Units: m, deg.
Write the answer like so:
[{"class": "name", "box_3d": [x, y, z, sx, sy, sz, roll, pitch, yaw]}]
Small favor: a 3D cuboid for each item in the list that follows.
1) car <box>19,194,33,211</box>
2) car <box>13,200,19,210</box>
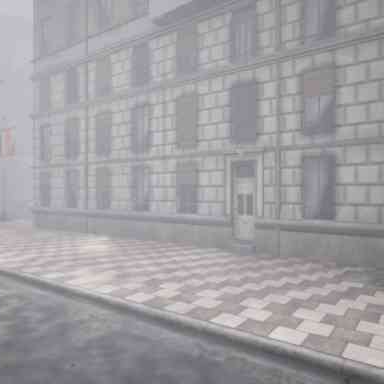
[{"class": "car", "box_3d": [-17.118, 1.352, 38.901, 2.097, 1.767, 4.553, 0, 0, 36]}, {"class": "car", "box_3d": [-19.309, 1.222, 41.849, 2.150, 2.045, 5.566, 0, 0, 36]}]
